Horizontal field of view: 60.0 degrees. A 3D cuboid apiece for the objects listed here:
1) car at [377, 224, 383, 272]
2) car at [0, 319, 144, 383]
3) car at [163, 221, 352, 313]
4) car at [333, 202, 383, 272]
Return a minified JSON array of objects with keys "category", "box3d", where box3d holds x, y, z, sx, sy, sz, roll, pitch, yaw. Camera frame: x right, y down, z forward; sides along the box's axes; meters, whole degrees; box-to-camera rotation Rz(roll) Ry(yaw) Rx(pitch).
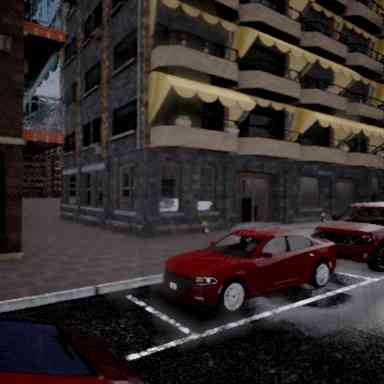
[{"category":"car","box3d":[7.154,1.506,8.481,5.357,1.411,2.033,0,0,-35]},{"category":"car","box3d":[-2.272,1.570,1.751,4.181,1.385,1.994,0,0,-36]},{"category":"car","box3d":[1.479,1.525,7.606,4.507,1.381,1.887,0,1,-36]},{"category":"car","box3d":[6.009,1.273,10.841,5.009,1.841,2.192,0,1,-36]}]
